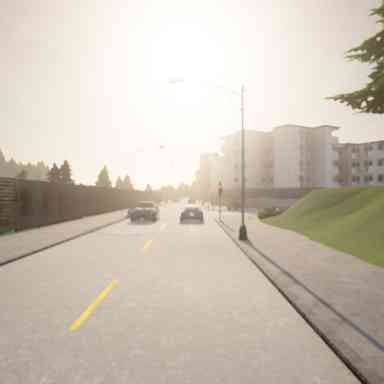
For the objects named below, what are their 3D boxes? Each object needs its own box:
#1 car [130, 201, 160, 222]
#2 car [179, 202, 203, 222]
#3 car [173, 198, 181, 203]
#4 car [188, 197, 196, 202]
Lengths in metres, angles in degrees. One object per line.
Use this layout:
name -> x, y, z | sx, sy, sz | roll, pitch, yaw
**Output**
car -> -4.020, 1.617, 29.002 | 2.097, 1.767, 4.553 | 0, 0, 0
car -> -0.015, 1.835, 29.287 | 1.994, 1.385, 4.181 | 0, 0, 0
car -> -4.056, 2.302, 88.130 | 1.994, 1.385, 4.181 | 0, -1, 0
car -> -0.053, 2.046, 82.646 | 2.097, 1.767, 4.553 | 0, -1, 0
